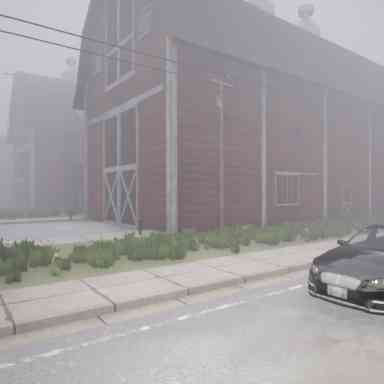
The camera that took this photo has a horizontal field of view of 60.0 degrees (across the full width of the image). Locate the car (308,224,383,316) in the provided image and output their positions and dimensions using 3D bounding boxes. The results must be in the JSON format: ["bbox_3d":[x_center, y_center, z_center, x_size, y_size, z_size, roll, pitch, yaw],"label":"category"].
[{"bbox_3d":[4.521,1.464,7.216,4.902,1.511,2.128,0,0,-36],"label":"car"}]
